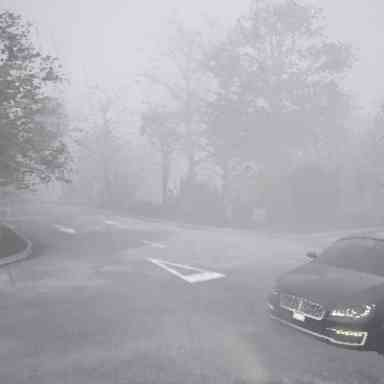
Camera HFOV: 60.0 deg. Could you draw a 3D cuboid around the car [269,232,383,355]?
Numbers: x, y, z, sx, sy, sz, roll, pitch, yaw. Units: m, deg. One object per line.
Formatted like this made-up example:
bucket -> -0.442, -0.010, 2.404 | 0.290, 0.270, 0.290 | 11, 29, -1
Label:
car -> 3.511, 1.562, 6.188 | 4.892, 1.490, 1.837 | 1, 0, -36
